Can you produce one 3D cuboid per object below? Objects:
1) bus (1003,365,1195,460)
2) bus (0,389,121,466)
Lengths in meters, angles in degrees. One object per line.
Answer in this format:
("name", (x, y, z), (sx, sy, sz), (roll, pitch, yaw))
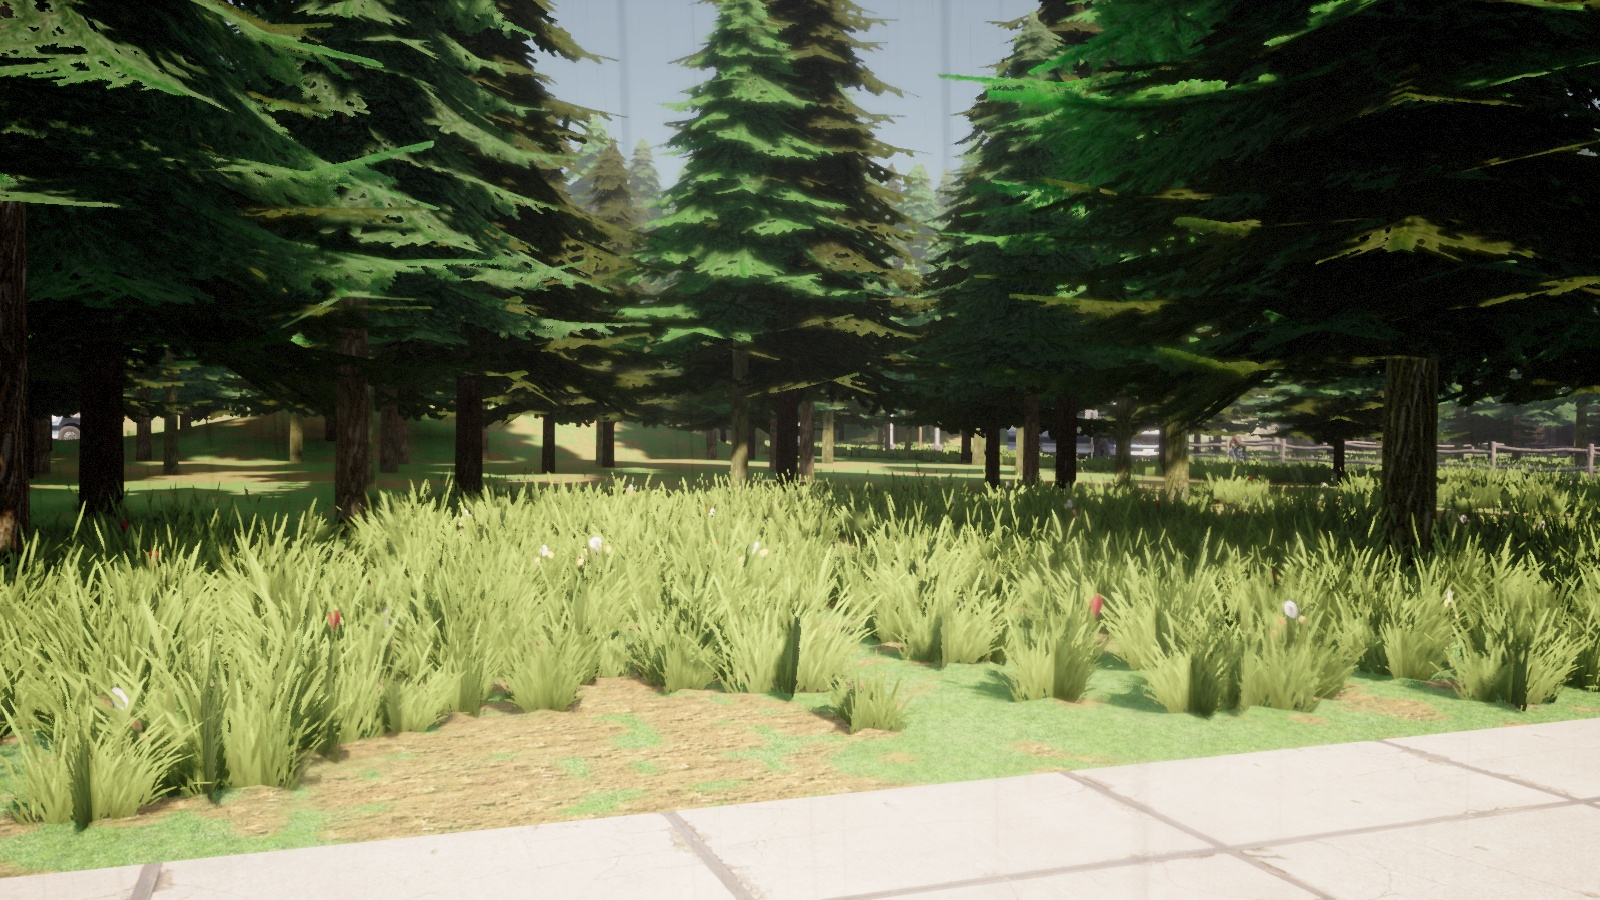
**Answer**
("bus", (14.289, -1.757, 61.301), (3.944, 4.253, 10.273), (-1, 1, -21))
("bus", (-44.786, -1.279, 71.152), (3.944, 4.253, 10.273), (0, 1, 40))
